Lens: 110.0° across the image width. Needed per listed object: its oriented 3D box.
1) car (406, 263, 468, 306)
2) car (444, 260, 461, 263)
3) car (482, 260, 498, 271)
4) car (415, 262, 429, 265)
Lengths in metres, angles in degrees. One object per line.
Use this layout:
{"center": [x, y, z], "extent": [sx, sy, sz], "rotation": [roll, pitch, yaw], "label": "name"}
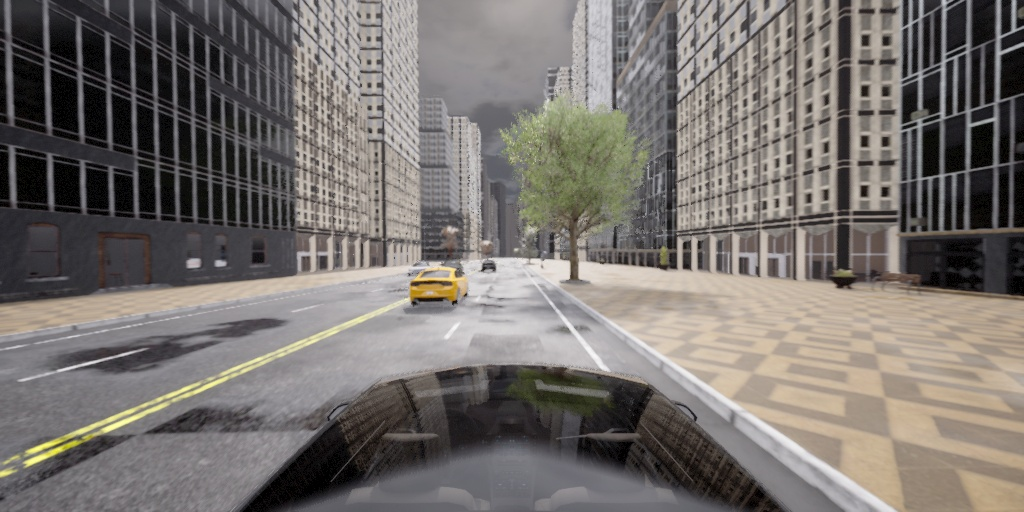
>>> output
{"center": [-3.128, 1.254, 16.135], "extent": [1.882, 1.535, 5.008], "rotation": [0, 0, 0], "label": "car"}
{"center": [-6.432, 1.186, 38.232], "extent": [2.097, 1.767, 4.553], "rotation": [0, 0, 0], "label": "car"}
{"center": [-3.057, 1.285, 48.614], "extent": [1.837, 1.490, 4.892], "rotation": [0, 0, 0], "label": "car"}
{"center": [-9.681, 1.377, 38.210], "extent": [1.812, 1.442, 4.674], "rotation": [0, 0, 0], "label": "car"}
